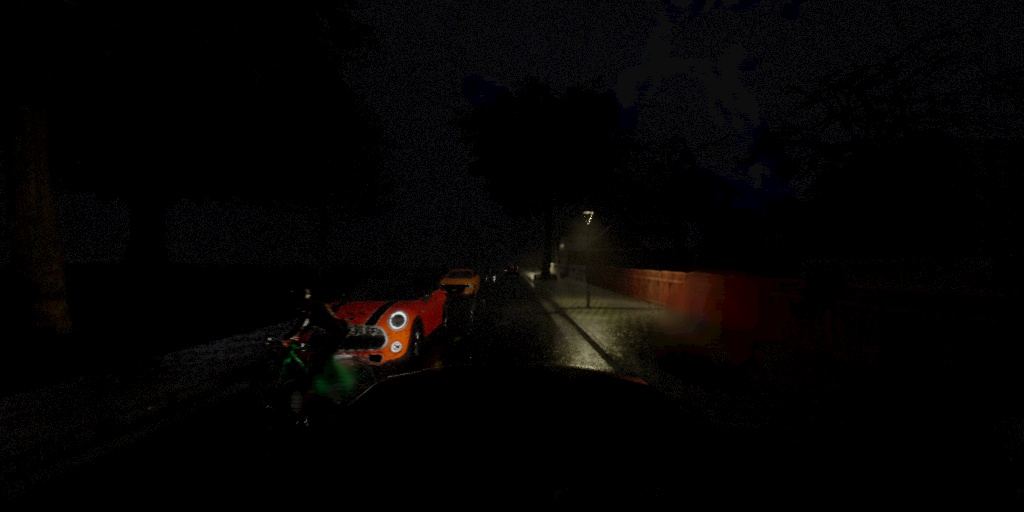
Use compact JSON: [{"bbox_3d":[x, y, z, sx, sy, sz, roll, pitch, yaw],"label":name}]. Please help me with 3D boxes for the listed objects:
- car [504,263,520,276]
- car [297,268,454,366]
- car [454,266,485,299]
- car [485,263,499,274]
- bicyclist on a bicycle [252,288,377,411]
[{"bbox_3d":[0.021,1.807,45.091,2.033,1.411,5.357,0,-1,0],"label":"car"},{"bbox_3d":[-2.852,1.187,8.370,2.097,1.767,4.553,0,-1,0],"label":"car"},{"bbox_3d":[-2.854,1.463,20.290,1.882,1.535,5.008,0,-1,0],"label":"car"},{"bbox_3d":[-2.877,1.799,50.452,2.128,1.511,4.902,0,0,0],"label":"car"},{"bbox_3d":[-2.617,1.242,4.730,1.656,1.620,0.582,-2,-1,0],"label":"bicyclist on a bicycle"}]
